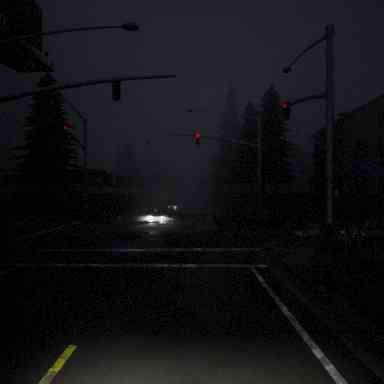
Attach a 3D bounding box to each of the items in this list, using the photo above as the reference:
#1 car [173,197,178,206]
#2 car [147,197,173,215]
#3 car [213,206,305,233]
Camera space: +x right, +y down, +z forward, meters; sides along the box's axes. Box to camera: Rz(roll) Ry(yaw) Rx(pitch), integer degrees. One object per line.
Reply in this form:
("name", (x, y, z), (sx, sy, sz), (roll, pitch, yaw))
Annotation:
("car", (-3.373, 1.564, 55.849), (1.994, 1.385, 4.181), (0, 0, 0))
("car", (-3.500, 1.491, 34.313), (2.128, 1.511, 4.902), (0, 0, 0))
("car", (3.594, 1.422, 17.880), (4.718, 1.301, 1.895), (-1, 0, 13))
